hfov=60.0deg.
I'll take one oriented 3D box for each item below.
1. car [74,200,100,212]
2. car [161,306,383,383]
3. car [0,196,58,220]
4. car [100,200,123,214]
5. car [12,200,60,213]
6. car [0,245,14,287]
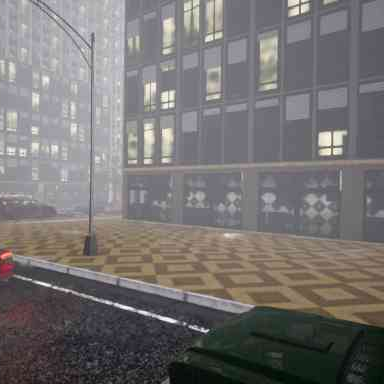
[{"bbox_3d":[-12.440,1.763,42.907,2.033,1.411,5.357,1,0,36],"label":"car"},{"bbox_3d":[2.056,1.601,2.220,4.718,1.301,1.895,0,0,35],"label":"car"},{"bbox_3d":[-14.808,1.519,29.905,2.192,1.841,5.009,1,0,36],"label":"car"},{"bbox_3d":[-8.035,1.830,39.135,1.752,1.417,4.829,1,0,36],"label":"car"},{"bbox_3d":[-18.331,1.643,39.271,1.752,1.417,4.829,1,0,36],"label":"car"},{"bbox_3d":[-6.057,1.521,7.965,4.674,1.442,1.812,0,0,35],"label":"car"}]
